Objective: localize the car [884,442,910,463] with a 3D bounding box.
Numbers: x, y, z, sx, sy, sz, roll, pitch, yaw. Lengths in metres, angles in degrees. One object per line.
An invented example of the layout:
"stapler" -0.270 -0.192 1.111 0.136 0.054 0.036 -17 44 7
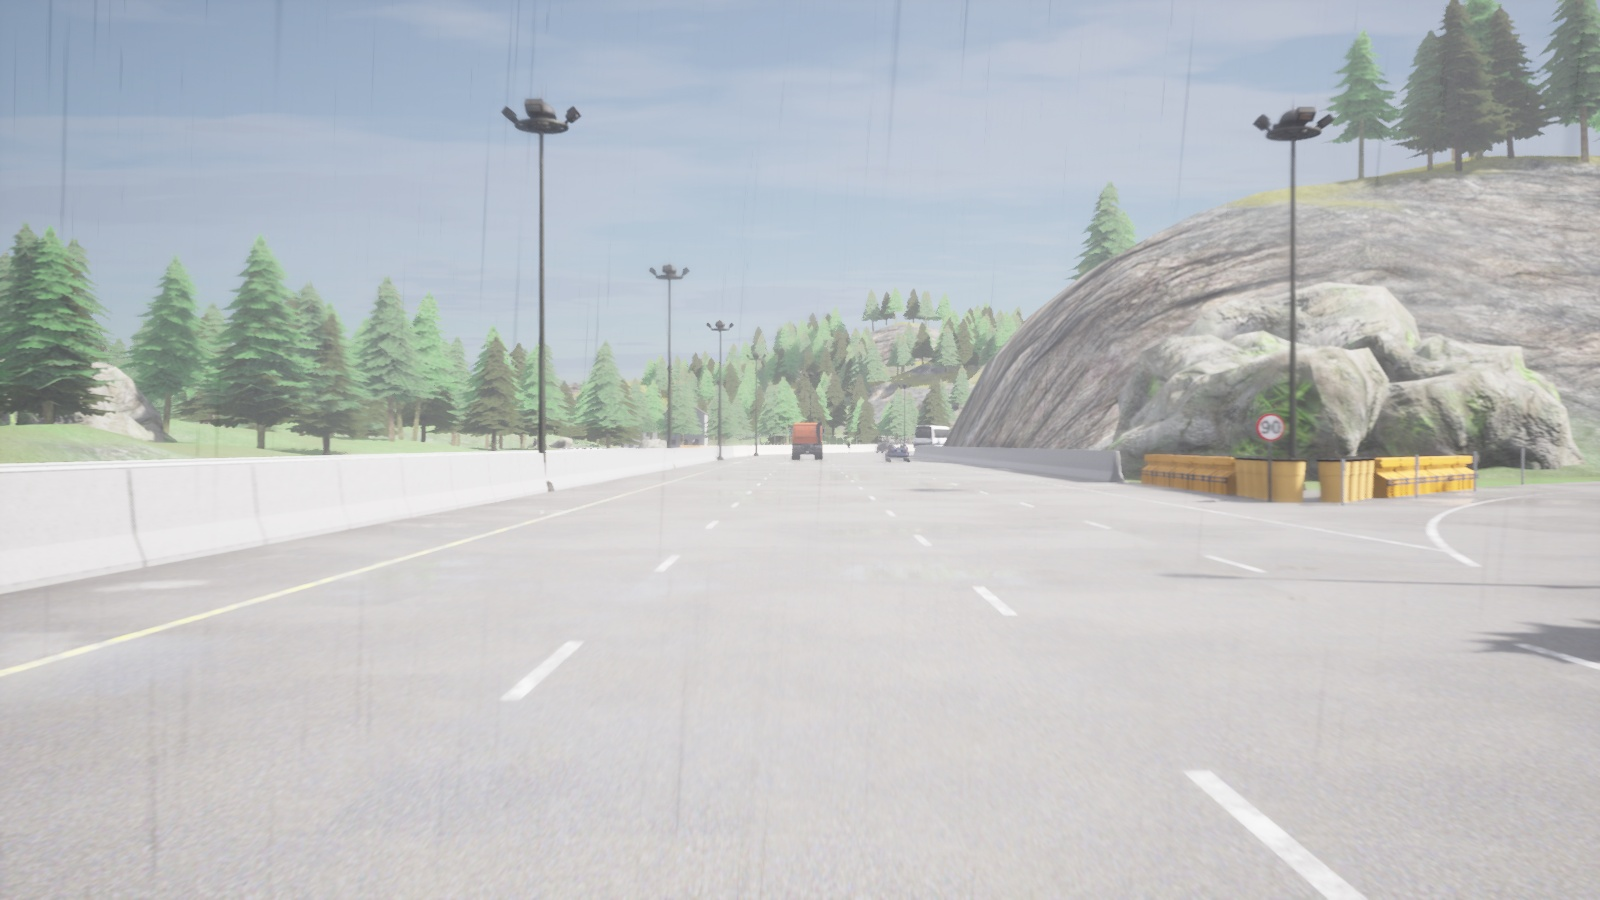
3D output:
"car" 7.573 0.185 98.017 1.789 1.549 3.705 0 0 0
